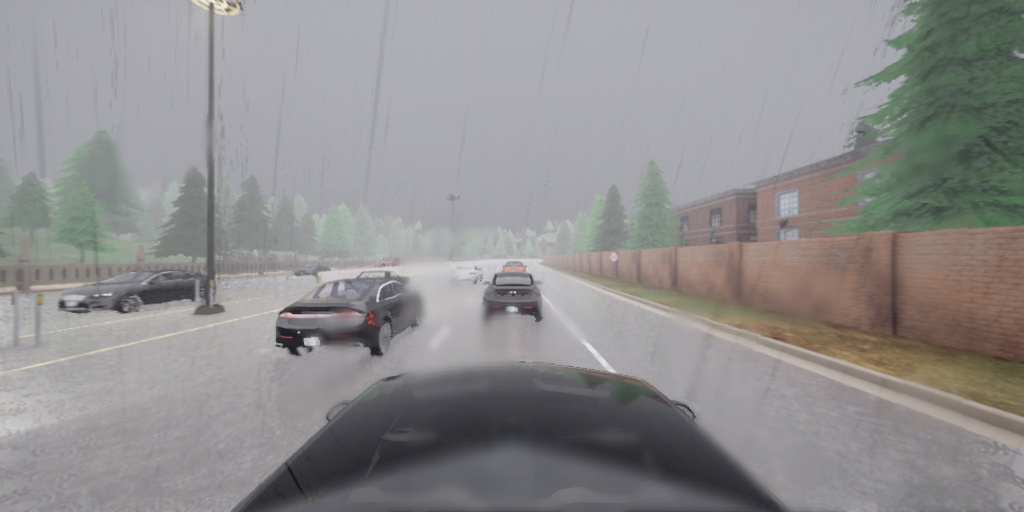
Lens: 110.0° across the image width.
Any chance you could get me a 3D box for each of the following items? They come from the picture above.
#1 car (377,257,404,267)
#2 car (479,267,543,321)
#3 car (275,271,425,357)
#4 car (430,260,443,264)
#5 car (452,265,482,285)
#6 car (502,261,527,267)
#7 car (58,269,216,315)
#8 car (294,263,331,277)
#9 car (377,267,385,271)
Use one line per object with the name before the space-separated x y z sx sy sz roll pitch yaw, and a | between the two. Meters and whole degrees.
car | -16.942 1.181 50.227 2.150 2.045 5.566 0 -1 2
car | 0.029 1.302 12.674 1.837 1.490 4.892 0 0 0
car | -3.444 1.271 8.596 2.128 1.511 4.902 0 0 0
car | -13.131 1.512 62.415 1.882 1.535 5.008 0 0 1
car | -3.343 1.384 27.273 1.812 1.442 4.674 0 0 1
car | 0.243 1.224 30.765 2.097 1.767 4.553 0 0 1
car | -14.159 1.295 13.987 2.128 1.511 4.902 0 0 0
car | -20.790 1.466 37.546 1.994 1.385 4.181 0 0 2
car | -6.964 1.425 19.149 1.895 1.301 4.718 0 0 0
